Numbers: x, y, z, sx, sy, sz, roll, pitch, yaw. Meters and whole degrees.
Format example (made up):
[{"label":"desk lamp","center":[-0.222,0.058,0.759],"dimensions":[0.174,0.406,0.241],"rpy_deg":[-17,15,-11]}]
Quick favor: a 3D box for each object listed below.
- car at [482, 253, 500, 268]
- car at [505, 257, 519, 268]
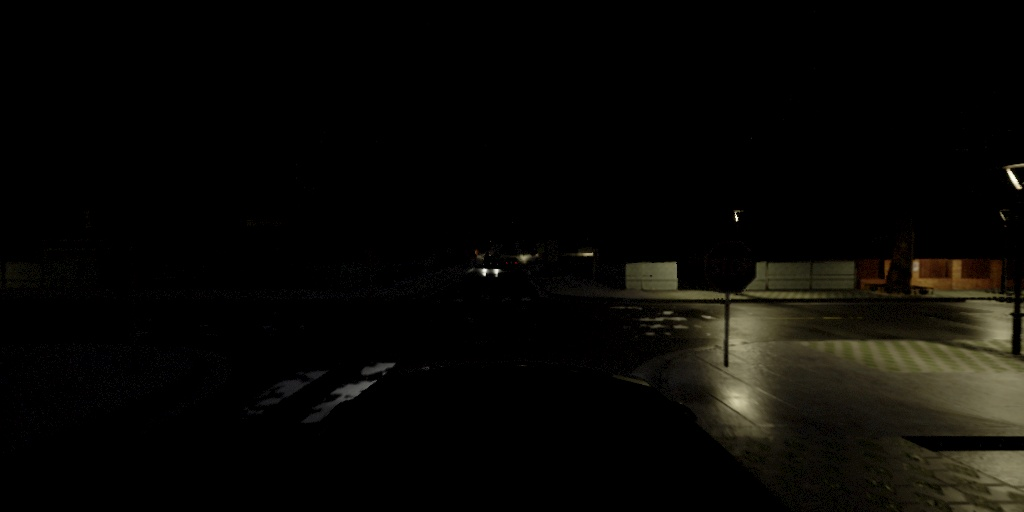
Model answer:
[{"label":"car","center":[-2.797,0.574,49.362],"dimensions":[2.150,2.045,5.566],"rpy_deg":[0,1,0]},{"label":"car","center":[-0.017,0.896,49.558],"dimensions":[2.033,1.411,5.357],"rpy_deg":[0,1,1]}]
